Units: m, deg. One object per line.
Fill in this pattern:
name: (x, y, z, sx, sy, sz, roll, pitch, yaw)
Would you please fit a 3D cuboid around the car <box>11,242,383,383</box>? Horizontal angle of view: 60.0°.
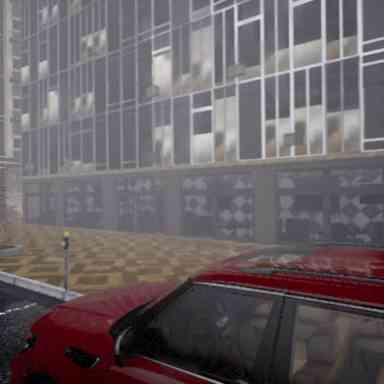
car: (0.799, 1.317, 2.316, 5.009, 1.841, 2.192, 0, -1, 36)
